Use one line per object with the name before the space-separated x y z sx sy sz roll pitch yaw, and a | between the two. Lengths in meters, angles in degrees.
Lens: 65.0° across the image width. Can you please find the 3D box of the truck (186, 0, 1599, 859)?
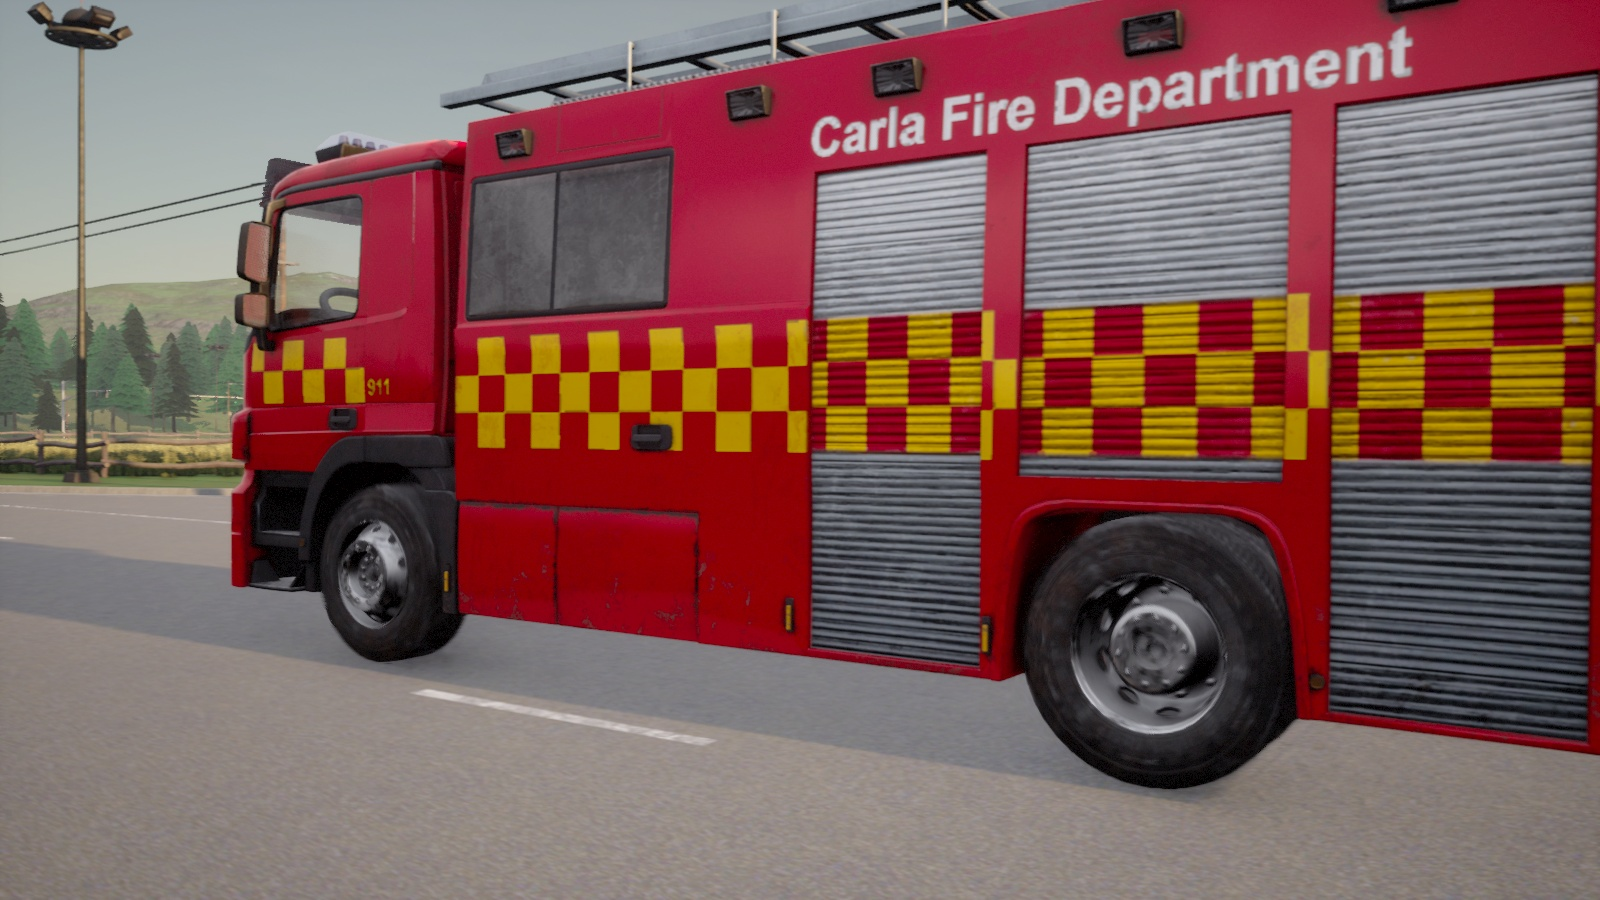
truck | -0.028 -0.527 7.822 8.468 3.827 2.891 0 1 34
